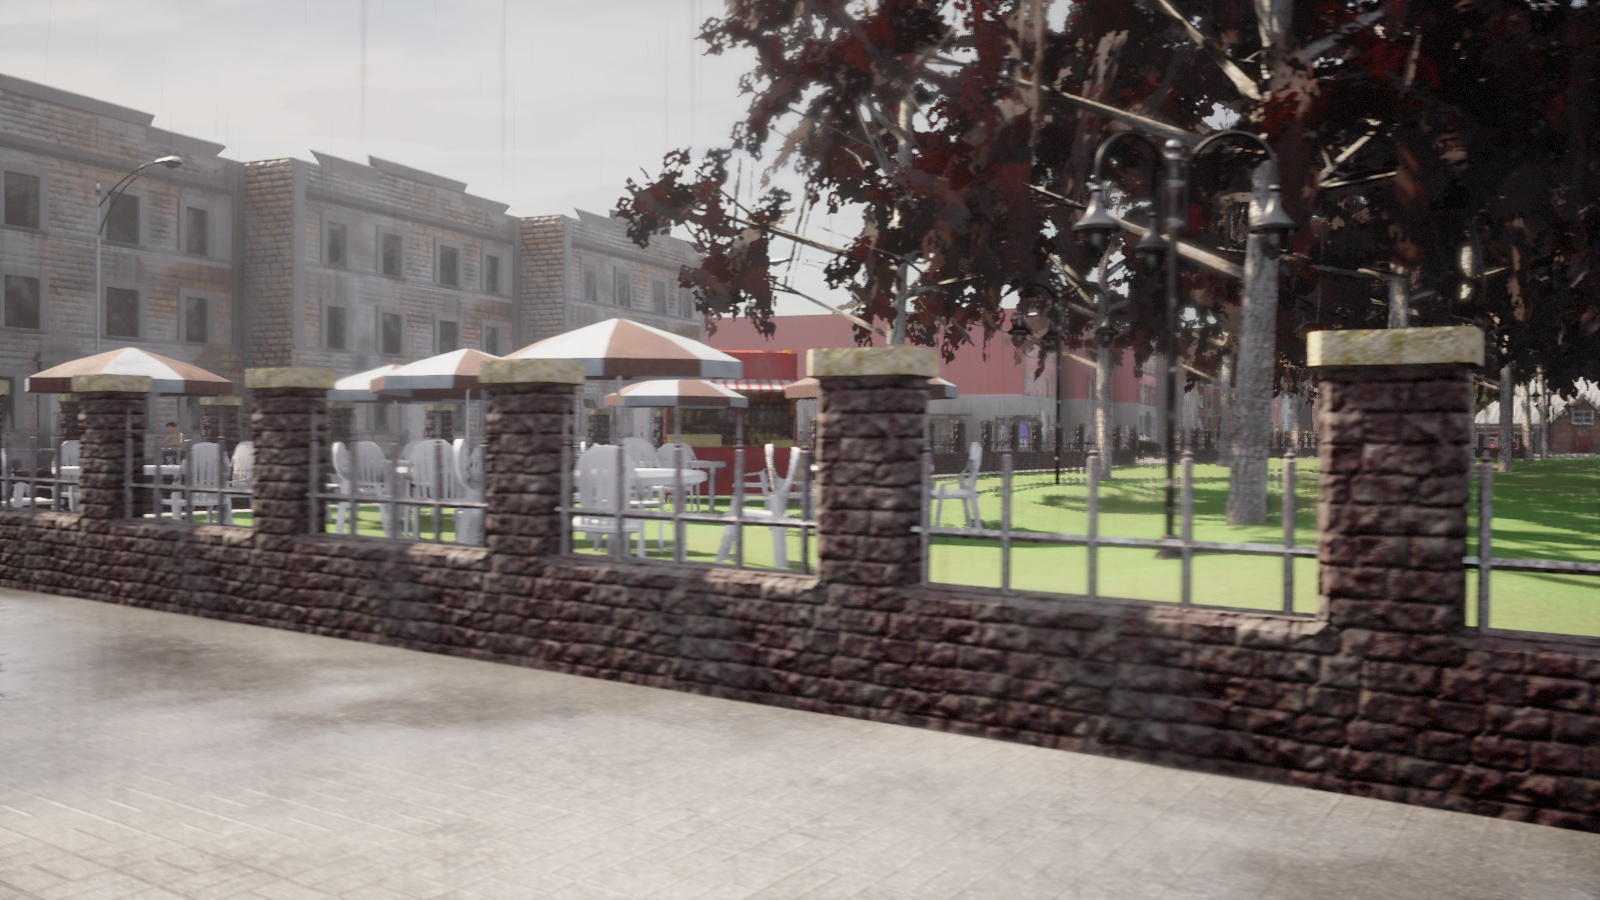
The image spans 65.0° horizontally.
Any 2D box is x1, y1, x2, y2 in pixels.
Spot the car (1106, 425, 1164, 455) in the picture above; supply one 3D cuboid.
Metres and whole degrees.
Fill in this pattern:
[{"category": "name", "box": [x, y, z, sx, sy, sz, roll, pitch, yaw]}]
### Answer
[{"category": "car", "box": [20.649, -0.651, 77.197, 2.097, 1.767, 4.553, 0, 1, 34]}]
